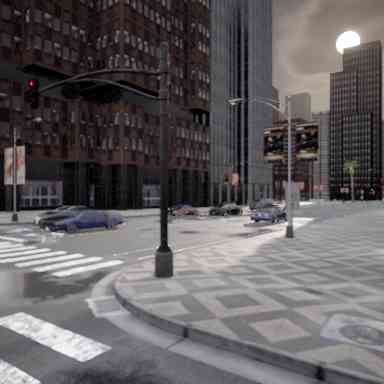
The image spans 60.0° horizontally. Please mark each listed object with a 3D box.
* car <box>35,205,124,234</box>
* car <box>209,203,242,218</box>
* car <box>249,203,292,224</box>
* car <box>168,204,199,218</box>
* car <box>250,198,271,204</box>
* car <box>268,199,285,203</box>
[{"bbox_3d":[-6.850,1.780,21.439,2.033,1.411,5.357,0,-1,35],"label":"car"},{"bbox_3d":[3.711,1.975,36.336,1.882,1.535,5.008,0,-1,35],"label":"car"},{"bbox_3d":[7.031,1.996,29.447,2.033,1.411,5.357,0,-1,35],"label":"car"},{"bbox_3d":[-1.094,2.005,35.180,1.994,1.385,4.181,0,-1,35],"label":"car"},{"bbox_3d":[10.983,1.976,52.059,2.150,2.045,5.566,0,-1,35],"label":"car"},{"bbox_3d":[13.664,2.192,50.221,1.812,1.442,4.674,0,-1,35],"label":"car"}]
